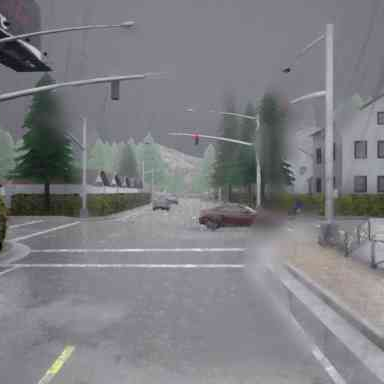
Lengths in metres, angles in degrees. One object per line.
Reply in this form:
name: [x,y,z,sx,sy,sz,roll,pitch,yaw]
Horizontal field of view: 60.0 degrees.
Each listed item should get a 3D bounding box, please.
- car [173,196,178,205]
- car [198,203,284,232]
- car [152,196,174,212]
car: [-3.491,1.483,59.198,1.882,1.535,5.008,0,0,0]
car: [2.632,1.358,18.324,4.674,1.442,1.812,-1,1,21]
car: [-3.591,1.547,39.626,2.033,1.411,5.357,0,0,0]
